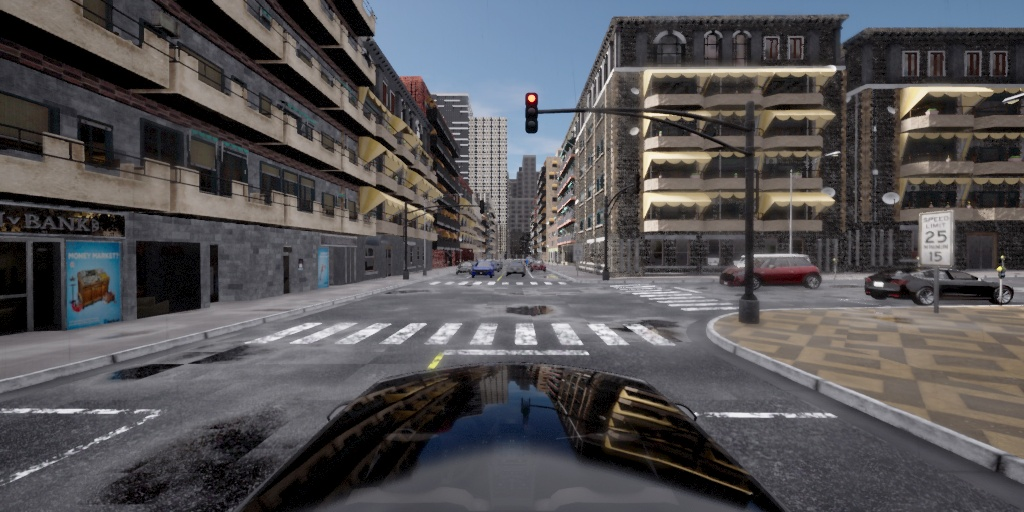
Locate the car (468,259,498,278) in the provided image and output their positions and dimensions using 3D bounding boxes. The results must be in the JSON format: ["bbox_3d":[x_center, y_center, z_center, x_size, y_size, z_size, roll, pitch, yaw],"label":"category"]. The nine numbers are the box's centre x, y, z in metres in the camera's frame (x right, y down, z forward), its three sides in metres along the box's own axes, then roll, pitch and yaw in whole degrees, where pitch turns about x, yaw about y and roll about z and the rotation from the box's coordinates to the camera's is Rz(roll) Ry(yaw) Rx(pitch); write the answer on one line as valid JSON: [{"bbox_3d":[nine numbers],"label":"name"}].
[{"bbox_3d":[-2.676,1.230,34.113,1.882,1.535,5.008,0,0,1],"label":"car"}]

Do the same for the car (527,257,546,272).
[{"bbox_3d":[3.265,1.198,45.496,1.967,1.591,4.097,0,0,1],"label":"car"}]

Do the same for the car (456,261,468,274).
[{"bbox_3d":[-5.187,1.305,40.085,2.007,1.370,4.403,0,0,1],"label":"car"}]

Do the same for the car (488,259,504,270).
[{"bbox_3d":[-2.400,1.255,54.045,2.128,1.511,4.902,0,0,1],"label":"car"}]

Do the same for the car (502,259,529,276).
[{"bbox_3d":[0.429,1.301,36.384,2.033,1.411,5.357,0,0,3],"label":"car"}]

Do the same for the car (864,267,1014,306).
[{"bbox_3d":[15.926,1.077,13.539,4.313,1.339,1.948,0,0,0],"label":"car"}]

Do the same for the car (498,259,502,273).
[{"bbox_3d":[-2.532,1.321,44.070,1.994,1.385,4.181,0,0,2],"label":"car"}]

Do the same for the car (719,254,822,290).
[{"bbox_3d":[13.789,0.849,19.346,4.553,1.767,2.097,-1,0,1],"label":"car"}]
